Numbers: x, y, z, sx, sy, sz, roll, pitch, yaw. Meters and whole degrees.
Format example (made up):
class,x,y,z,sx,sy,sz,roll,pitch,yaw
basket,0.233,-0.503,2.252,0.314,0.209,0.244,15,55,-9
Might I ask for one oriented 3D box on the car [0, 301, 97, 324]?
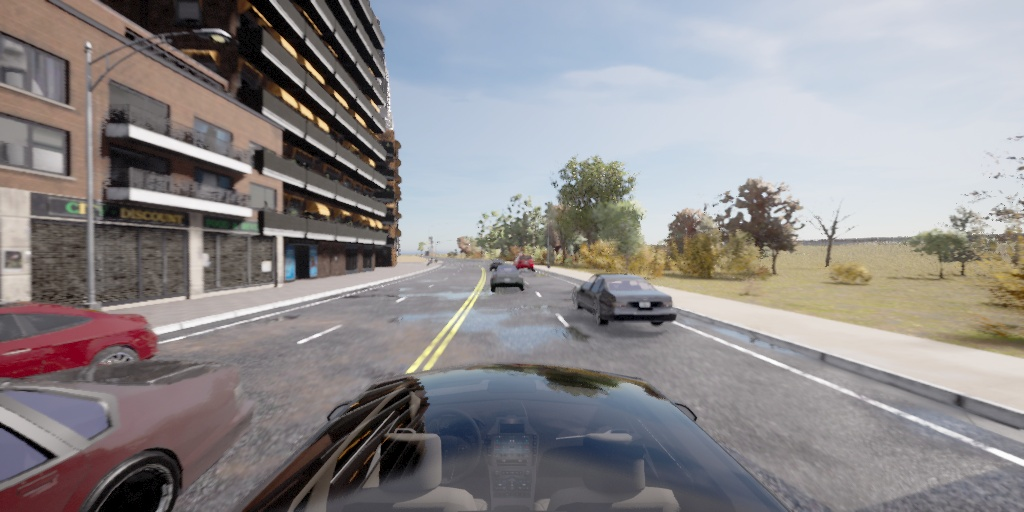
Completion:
class,x,y,z,sx,sy,sz,roll,pitch,yaw
car,-6.621,1.296,3.893,1.812,1.442,4.674,0,0,0

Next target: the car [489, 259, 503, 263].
class,x,y,z,sx,sy,sz,roll,pitch,yaw
car,-1.988,1.187,47.238,1.837,1.490,4.892,0,0,-5

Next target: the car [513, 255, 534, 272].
class,x,y,z,sx,sy,sz,roll,pitch,yaw
car,1.458,0.895,45.368,2.150,2.045,5.566,0,0,-5

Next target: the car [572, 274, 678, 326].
class,x,y,z,sx,sy,sz,roll,pitch,yaw
car,3.287,1.273,11.559,2.033,1.411,5.357,0,0,-1

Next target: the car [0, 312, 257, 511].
class,x,y,z,sx,sy,sz,roll,pitch,yaw
car,-3.358,1.309,1.009,2.033,1.411,5.357,0,0,0

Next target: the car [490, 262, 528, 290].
class,x,y,z,sx,sy,sz,roll,pitch,yaw
car,-0.326,1.287,22.020,1.994,1.385,4.181,0,0,-2
